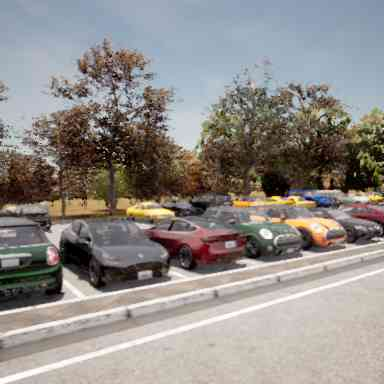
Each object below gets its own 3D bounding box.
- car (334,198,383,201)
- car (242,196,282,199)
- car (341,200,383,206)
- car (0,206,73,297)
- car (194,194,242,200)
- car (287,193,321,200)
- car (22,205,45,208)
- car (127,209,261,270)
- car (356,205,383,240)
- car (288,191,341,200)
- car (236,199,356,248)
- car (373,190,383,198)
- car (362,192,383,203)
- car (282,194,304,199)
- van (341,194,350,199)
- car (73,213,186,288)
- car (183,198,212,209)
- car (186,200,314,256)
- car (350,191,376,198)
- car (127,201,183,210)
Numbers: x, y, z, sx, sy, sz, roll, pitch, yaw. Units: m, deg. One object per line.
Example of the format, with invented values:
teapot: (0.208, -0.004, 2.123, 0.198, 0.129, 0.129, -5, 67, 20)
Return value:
car: (11.212, 1.379, 19.444, 2.097, 1.535, 5.008, -1, 1, -35)
car: (5.842, 1.197, 31.694, 2.185, 1.767, 4.553, -1, 1, -35)
car: (8.927, 1.425, 17.845, 2.097, 1.535, 5.008, -1, 1, -35)
car: (-4.761, 1.403, 8.244, 2.185, 1.767, 4.553, 0, 0, -35)
car: (1.269, 1.172, 28.493, 2.435, 2.045, 5.566, -1, 1, -35)
car: (10.421, 1.187, 35.083, 1.946, 1.575, 5.366, -2, 1, -35)
car: (-10.028, 1.529, 20.551, 2.231, 1.521, 4.892, 0, 0, -35)
car: (-0.227, 1.558, 11.488, 2.163, 1.488, 4.792, 0, 0, -35)
car: (6.636, 1.504, 16.254, 2.002, 1.452, 4.674, -1, 1, -35)
car: (12.820, 0.872, 36.500, 2.435, 2.045, 5.566, -2, 1, -35)
car: (4.334, 1.369, 14.679, 2.185, 1.767, 4.553, -1, 0, -35)
car: (21.932, 0.853, 42.913, 2.097, 1.535, 5.008, -2, 1, -35)
car: (26.481, 0.746, 46.122, 2.163, 1.488, 4.792, -2, 1, -35)
car: (8.147, 1.261, 33.261, 2.097, 1.535, 5.008, -2, 1, -35)
van: (15.153, 0.830, 38.024, 1.878, 1.987, 4.442, -2, 1, -35)
car: (-2.478, 1.562, 9.843, 2.163, 1.488, 4.792, 0, 0, -35)
car: (-1.000, 1.461, 26.878, 2.097, 1.535, 5.008, -1, 0, -35)
car: (2.056, 1.391, 13.086, 2.185, 1.767, 4.553, -1, 0, -35)
car: (19.653, 0.962, 41.316, 2.002, 1.452, 4.674, -2, 1, -35)
car: (-3.177, 1.488, 25.123, 1.946, 1.575, 5.366, -1, 0, -35)
